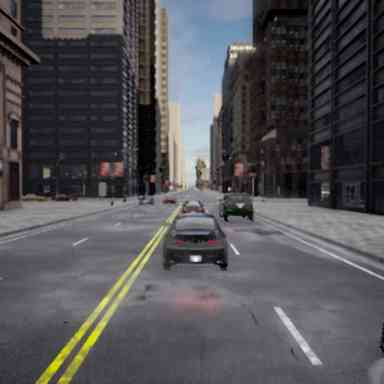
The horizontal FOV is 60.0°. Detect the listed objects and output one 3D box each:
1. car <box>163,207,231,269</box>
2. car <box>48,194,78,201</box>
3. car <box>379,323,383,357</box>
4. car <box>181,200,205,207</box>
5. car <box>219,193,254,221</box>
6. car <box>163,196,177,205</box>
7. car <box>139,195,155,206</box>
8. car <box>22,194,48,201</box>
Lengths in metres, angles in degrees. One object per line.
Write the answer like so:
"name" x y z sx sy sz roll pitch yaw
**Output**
"car" 0.094 1.443 10.935 1.837 1.490 4.892 0 0 0
"car" -22.811 1.071 59.741 4.507 1.381 1.887 0 1 0
"car" 3.344 1.549 2.476 1.994 1.385 4.181 0 0 0
"car" 0.086 1.371 27.540 1.812 1.442 4.674 0 0 0
"car" 3.337 1.077 25.696 2.150 2.045 5.566 0 0 0
"car" -3.303 1.313 50.477 1.895 1.301 4.718 0 0 0
"car" -6.570 1.213 48.846 2.128 1.511 4.902 0 0 1
"car" -28.266 1.007 59.705 4.829 1.417 1.752 0 1 0
